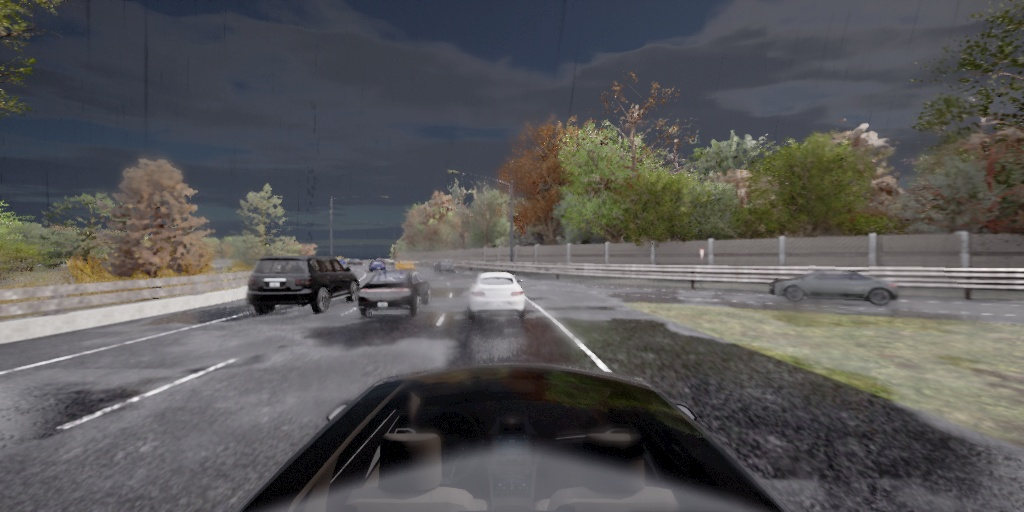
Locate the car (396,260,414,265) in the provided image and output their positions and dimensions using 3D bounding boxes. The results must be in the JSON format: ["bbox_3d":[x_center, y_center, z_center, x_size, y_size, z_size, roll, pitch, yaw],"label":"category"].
[{"bbox_3d":[-14.698,1.315,49.067,1.882,1.535,5.008,0,0,-26],"label":"car"}]

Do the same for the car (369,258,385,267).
[{"bbox_3d":[-18.178,1.375,48.226,1.812,1.442,4.674,0,0,-26],"label":"car"}]

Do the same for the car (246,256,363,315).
[{"bbox_3d":[-7.873,1.009,14.117,2.150,2.045,5.566,0,0,-6],"label":"car"}]

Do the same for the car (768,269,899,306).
[{"bbox_3d":[13.652,1.275,15.529,4.181,1.385,1.994,0,0,30],"label":"car"}]

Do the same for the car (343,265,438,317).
[{"bbox_3d":[-4.180,1.265,13.313,2.128,1.511,4.902,0,0,-6],"label":"car"}]

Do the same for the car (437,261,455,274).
[{"bbox_3d":[-8.247,1.358,43.297,2.033,1.411,5.357,0,0,-22],"label":"car"}]

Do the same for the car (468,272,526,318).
[{"bbox_3d":[-0.606,1.286,12.916,1.812,1.442,4.674,0,0,-5],"label":"car"}]
